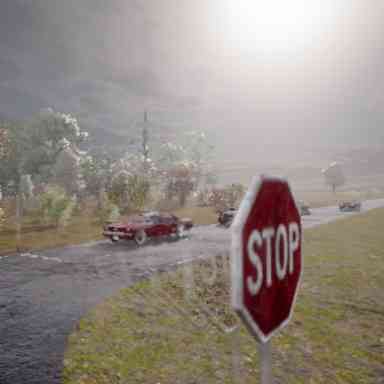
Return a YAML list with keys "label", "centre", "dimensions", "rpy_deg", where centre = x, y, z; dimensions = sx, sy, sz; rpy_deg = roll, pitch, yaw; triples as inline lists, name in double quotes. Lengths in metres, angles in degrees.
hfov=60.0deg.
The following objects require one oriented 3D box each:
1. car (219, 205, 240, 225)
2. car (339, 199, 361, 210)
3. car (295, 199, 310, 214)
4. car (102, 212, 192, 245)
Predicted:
- label: "car"
  centre: [3.673, 1.637, 24.477]
  dimensions: [1.994, 1.385, 4.181]
  rpy_deg: [-1, 0, 35]
- label: "car"
  centre: [20.052, 1.582, 42.074]
  dimensions: [1.895, 1.301, 4.718]
  rpy_deg: [-1, 0, 35]
- label: "car"
  centre: [10.729, 1.548, 34.418]
  dimensions: [1.837, 1.490, 4.892]
  rpy_deg: [-1, 1, 35]
- label: "car"
  centre: [-2.069, 1.696, 16.374]
  dimensions: [1.895, 1.301, 4.718]
  rpy_deg: [-1, 0, 35]
